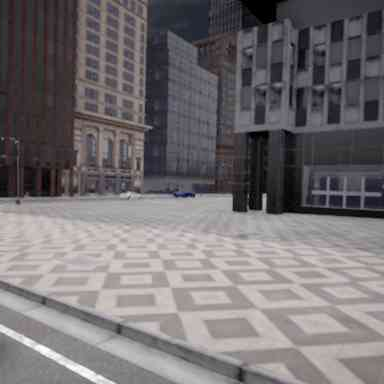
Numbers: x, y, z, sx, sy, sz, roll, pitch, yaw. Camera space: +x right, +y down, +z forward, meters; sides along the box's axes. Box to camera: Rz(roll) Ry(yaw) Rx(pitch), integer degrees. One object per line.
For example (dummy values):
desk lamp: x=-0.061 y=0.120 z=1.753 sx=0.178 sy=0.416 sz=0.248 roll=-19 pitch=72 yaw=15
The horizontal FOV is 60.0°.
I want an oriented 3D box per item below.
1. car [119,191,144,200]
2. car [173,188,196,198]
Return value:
car: x=-10.088 y=0.645 z=55.527 sx=1.812 sy=1.442 sz=4.674 roll=2 pitch=2 yaw=36
car: x=-1.522 y=0.304 z=67.605 sx=2.150 sy=2.045 sz=5.566 roll=2 pitch=2 yaw=35
